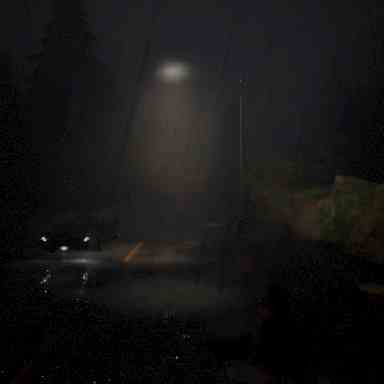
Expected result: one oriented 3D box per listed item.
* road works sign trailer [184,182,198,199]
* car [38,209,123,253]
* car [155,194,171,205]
[{"bbox_3d":[0.016,-0.354,69.811,2.380,3.560,2.880,0,1,0],"label":"road works sign trailer"},{"bbox_3d":[-4.092,1.390,13.288,2.033,1.411,5.357,0,1,0],"label":"car"},{"bbox_3d":[-4.050,0.976,46.850,1.812,1.442,4.674,0,1,1],"label":"car"}]
